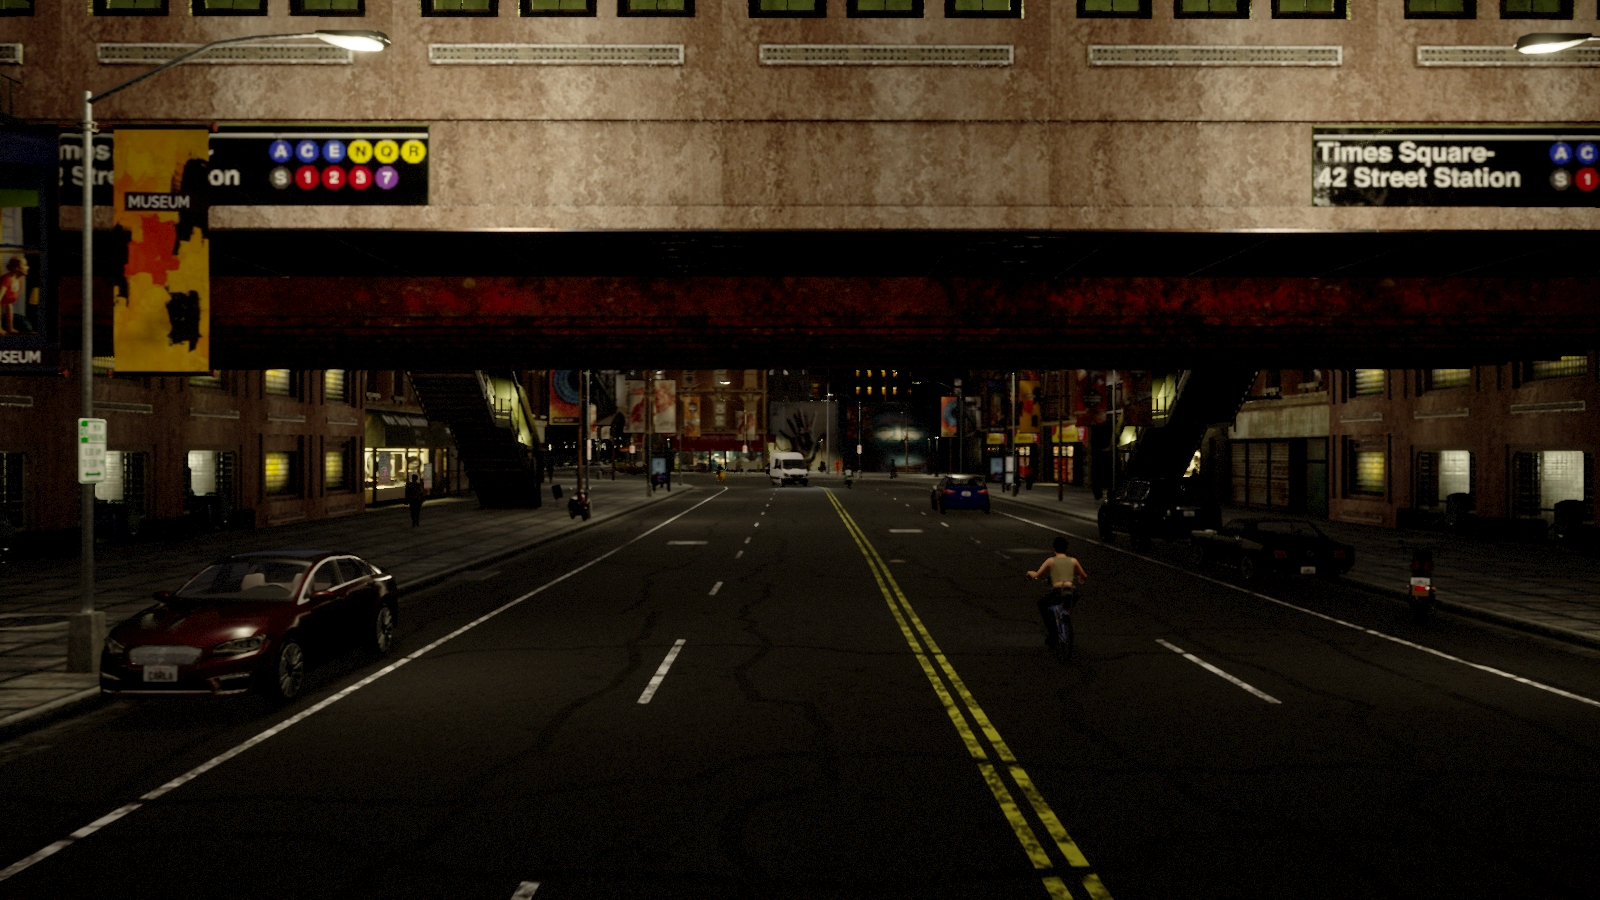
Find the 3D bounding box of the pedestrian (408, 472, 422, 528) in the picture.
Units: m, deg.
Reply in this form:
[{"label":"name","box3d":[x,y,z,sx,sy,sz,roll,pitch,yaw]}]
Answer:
[{"label":"pedestrian","box3d":[-12.868,1.667,38.196,0.375,1.860,0.375,0,0,-10]}]
